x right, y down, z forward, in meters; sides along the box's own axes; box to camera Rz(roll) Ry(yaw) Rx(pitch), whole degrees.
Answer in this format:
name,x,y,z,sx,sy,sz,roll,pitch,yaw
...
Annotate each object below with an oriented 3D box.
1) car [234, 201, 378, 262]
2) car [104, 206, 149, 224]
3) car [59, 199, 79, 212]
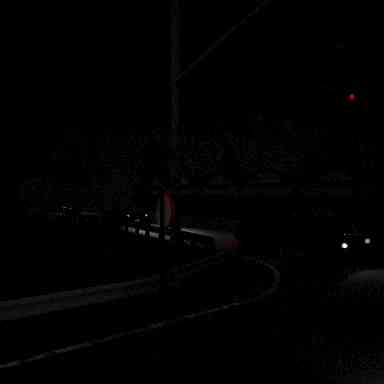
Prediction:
name,x,y,z,sx,sy,sz,roll,pitch,yaw
car,4.016,1.349,12.907,2.150,2.045,5.566,0,-3,-35
car,-5.211,1.792,26.009,1.895,1.301,4.718,0,0,-35
car,-15.086,1.692,40.555,1.837,1.490,4.892,-2,1,-26
